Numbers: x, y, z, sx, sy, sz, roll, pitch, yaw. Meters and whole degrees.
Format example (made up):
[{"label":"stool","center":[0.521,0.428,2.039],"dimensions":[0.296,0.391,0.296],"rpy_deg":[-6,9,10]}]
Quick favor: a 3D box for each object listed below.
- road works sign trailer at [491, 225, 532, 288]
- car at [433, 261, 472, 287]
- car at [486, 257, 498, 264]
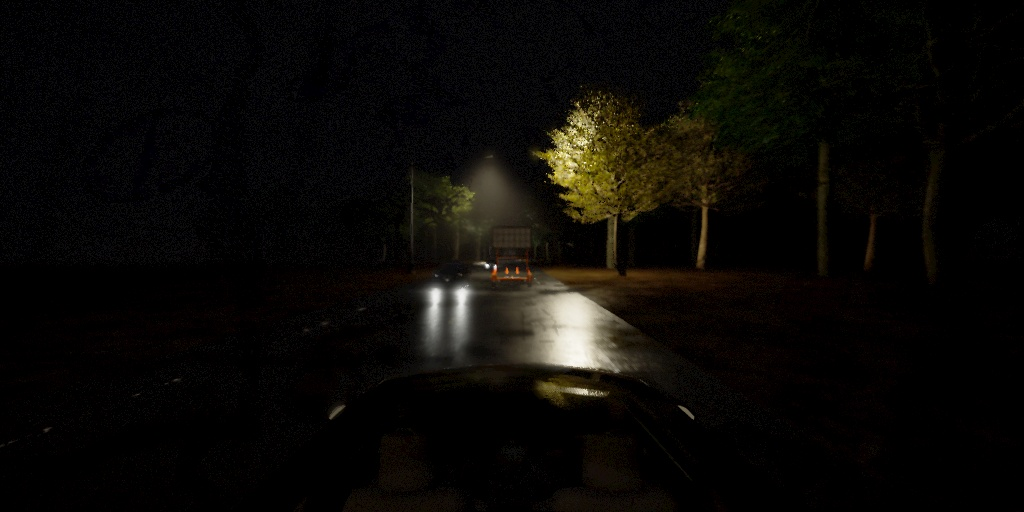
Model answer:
[{"label":"road works sign trailer","center":[0.007,-0.009,21.276],"dimensions":[2.380,3.560,2.880],"rpy_deg":[0,0,0]},{"label":"car","center":[-3.592,1.042,22.219],"dimensions":[1.812,1.442,4.674],"rpy_deg":[0,1,0]},{"label":"car","center":[-3.521,0.811,63.617],"dimensions":[1.895,1.301,4.718],"rpy_deg":[0,0,1]}]
